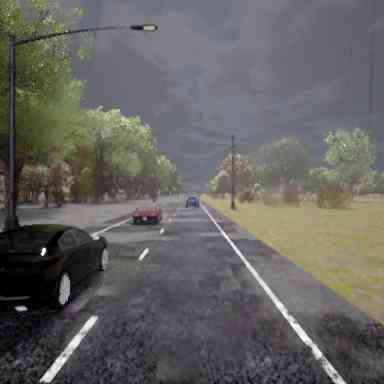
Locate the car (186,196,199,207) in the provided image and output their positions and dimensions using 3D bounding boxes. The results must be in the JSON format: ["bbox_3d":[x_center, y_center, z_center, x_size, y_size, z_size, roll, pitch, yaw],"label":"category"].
[{"bbox_3d":[0.071,1.456,53.811,2.097,1.767,4.553,0,0,0],"label":"car"}]

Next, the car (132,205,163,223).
[{"bbox_3d":[-3.416,1.650,26.313,1.895,1.301,4.718,0,0,0],"label":"car"}]

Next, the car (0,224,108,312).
[{"bbox_3d":[-3.406,1.492,7.877,1.882,1.535,5.008,0,0,0],"label":"car"}]

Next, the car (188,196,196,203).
[{"bbox_3d":[-0.035,1.643,72.883,1.837,1.490,4.892,0,0,0],"label":"car"}]
